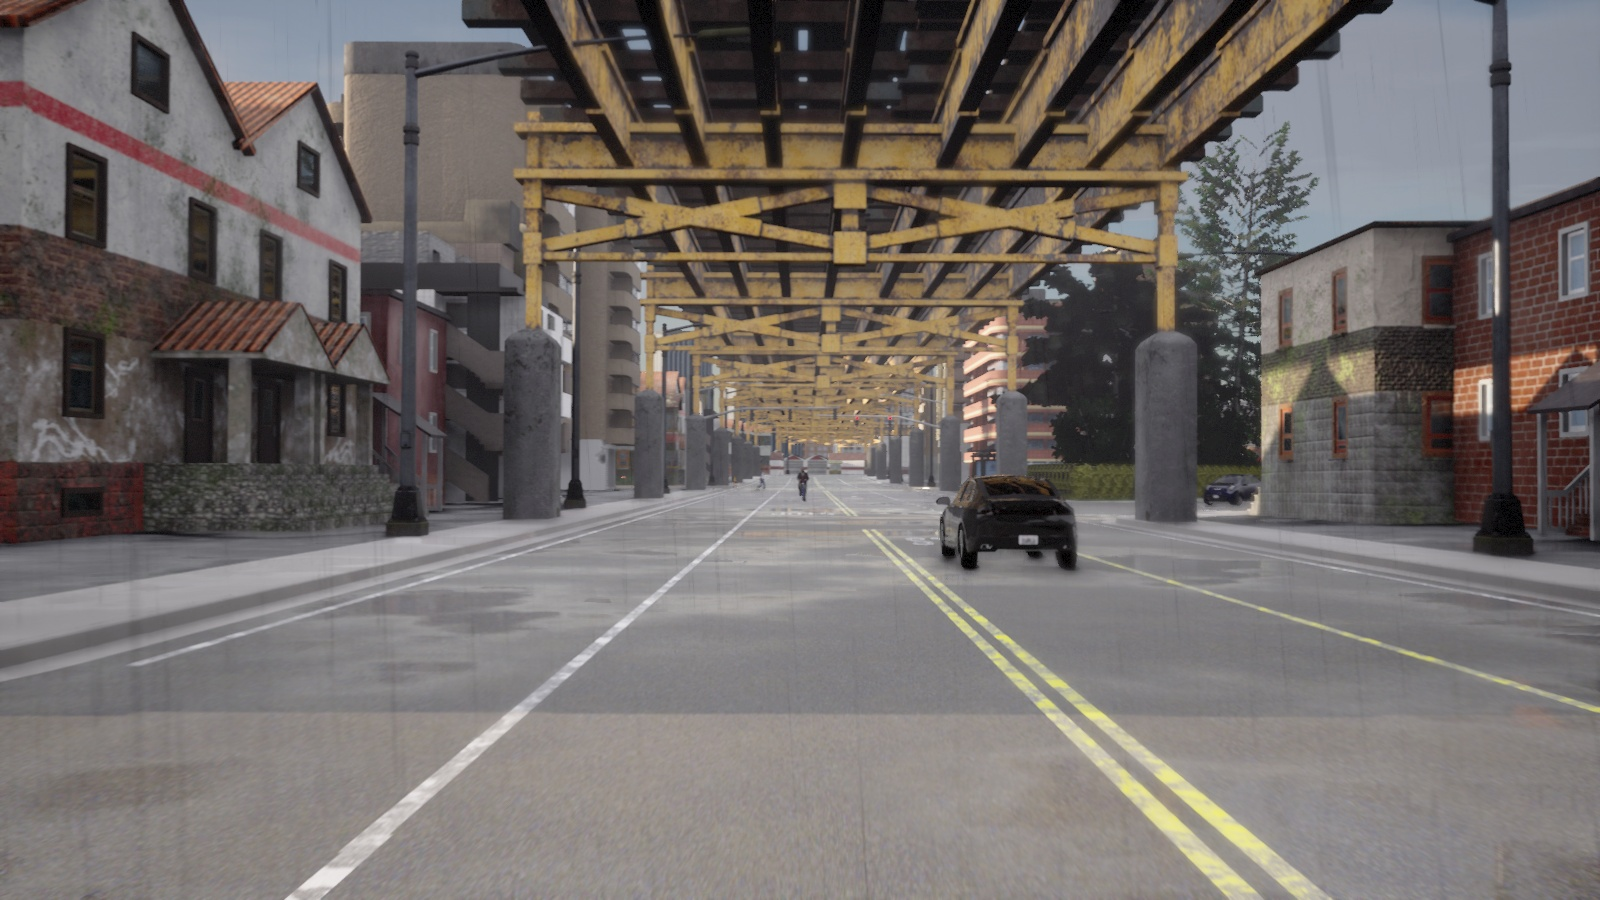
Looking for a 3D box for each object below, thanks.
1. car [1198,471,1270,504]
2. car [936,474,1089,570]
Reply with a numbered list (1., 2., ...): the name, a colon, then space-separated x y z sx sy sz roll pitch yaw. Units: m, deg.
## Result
1. car: 20.783 1.761 60.132 1.845 1.501 3.633 -1 -1 45
2. car: 3.563 1.173 21.945 1.837 1.490 4.892 0 -1 0
